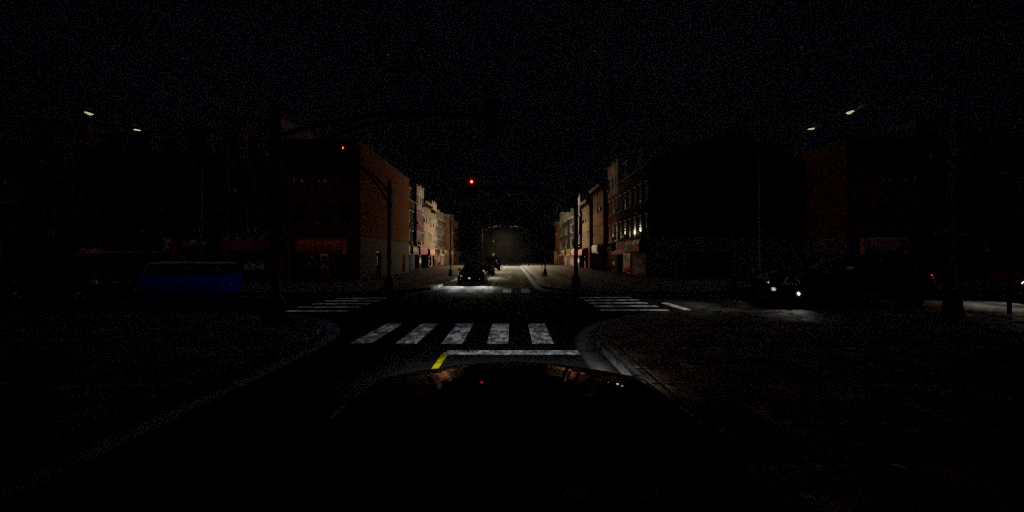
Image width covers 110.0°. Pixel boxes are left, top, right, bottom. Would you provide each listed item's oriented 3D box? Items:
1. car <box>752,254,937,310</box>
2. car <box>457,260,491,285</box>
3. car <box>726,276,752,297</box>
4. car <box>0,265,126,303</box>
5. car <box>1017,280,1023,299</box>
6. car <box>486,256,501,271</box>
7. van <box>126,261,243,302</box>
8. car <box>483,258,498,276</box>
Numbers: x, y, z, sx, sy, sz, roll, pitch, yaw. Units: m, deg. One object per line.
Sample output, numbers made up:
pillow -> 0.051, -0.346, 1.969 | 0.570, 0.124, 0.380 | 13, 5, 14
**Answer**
car -> 12.975, 0.935, 14.003 | 5.566, 2.045, 2.150 | 0, 0, 0
car -> -2.834, 1.270, 26.524 | 1.837, 1.490, 4.892 | 0, 0, 1
car -> 12.289, 1.267, 16.538 | 4.403, 1.370, 2.007 | 0, 0, 0
car -> -20.189, 1.239, 16.449 | 4.097, 1.591, 1.967 | 0, 0, 0
car -> 23.113, 1.047, 14.028 | 4.553, 1.767, 2.097 | 0, 0, 0
car -> -2.744, 1.004, 50.000 | 2.150, 2.045, 5.566 | 0, 0, 0
van -> -14.714, 1.124, 16.464 | 3.998, 1.789, 1.690 | 0, 0, 0
car -> -2.774, 1.250, 37.422 | 1.882, 1.535, 5.008 | 0, 0, 0
